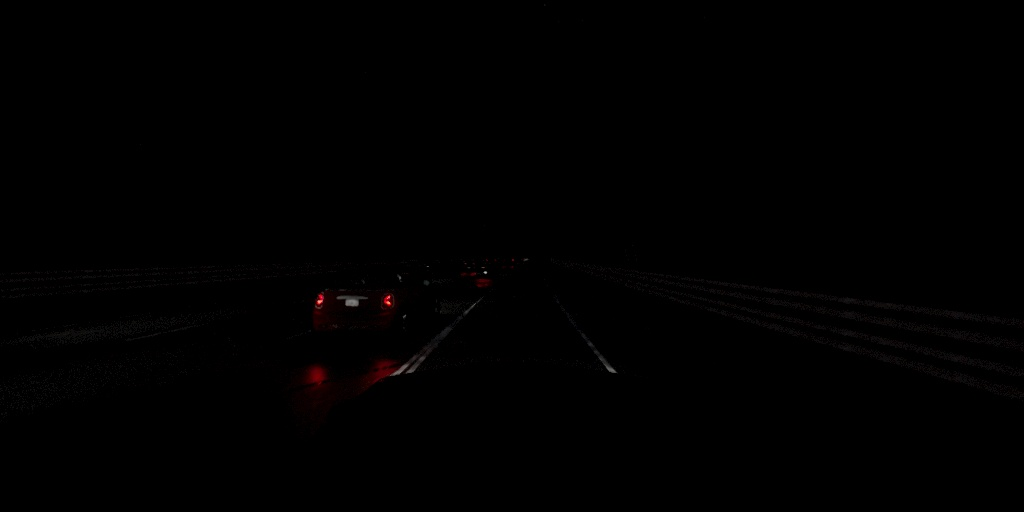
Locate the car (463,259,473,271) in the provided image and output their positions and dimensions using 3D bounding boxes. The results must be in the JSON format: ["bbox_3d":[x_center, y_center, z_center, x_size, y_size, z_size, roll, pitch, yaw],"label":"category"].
[{"bbox_3d":[-5.242,1.220,47.352,2.128,1.511,4.902,0,0,3],"label":"car"}]

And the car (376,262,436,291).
[{"bbox_3d":[-6.422,1.205,22.389,2.128,1.511,4.902,0,0,3],"label":"car"}]

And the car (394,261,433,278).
[{"bbox_3d":[-9.354,1.247,34.528,2.033,1.411,5.357,0,0,3],"label":"car"}]

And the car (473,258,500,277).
[{"bbox_3d":[-2.315,1.251,35.208,1.837,1.490,4.892,0,0,3],"label":"car"}]

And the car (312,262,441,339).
[{"bbox_3d":[-3.495,1.081,10.190,2.097,1.767,4.553,0,0,3],"label":"car"}]
